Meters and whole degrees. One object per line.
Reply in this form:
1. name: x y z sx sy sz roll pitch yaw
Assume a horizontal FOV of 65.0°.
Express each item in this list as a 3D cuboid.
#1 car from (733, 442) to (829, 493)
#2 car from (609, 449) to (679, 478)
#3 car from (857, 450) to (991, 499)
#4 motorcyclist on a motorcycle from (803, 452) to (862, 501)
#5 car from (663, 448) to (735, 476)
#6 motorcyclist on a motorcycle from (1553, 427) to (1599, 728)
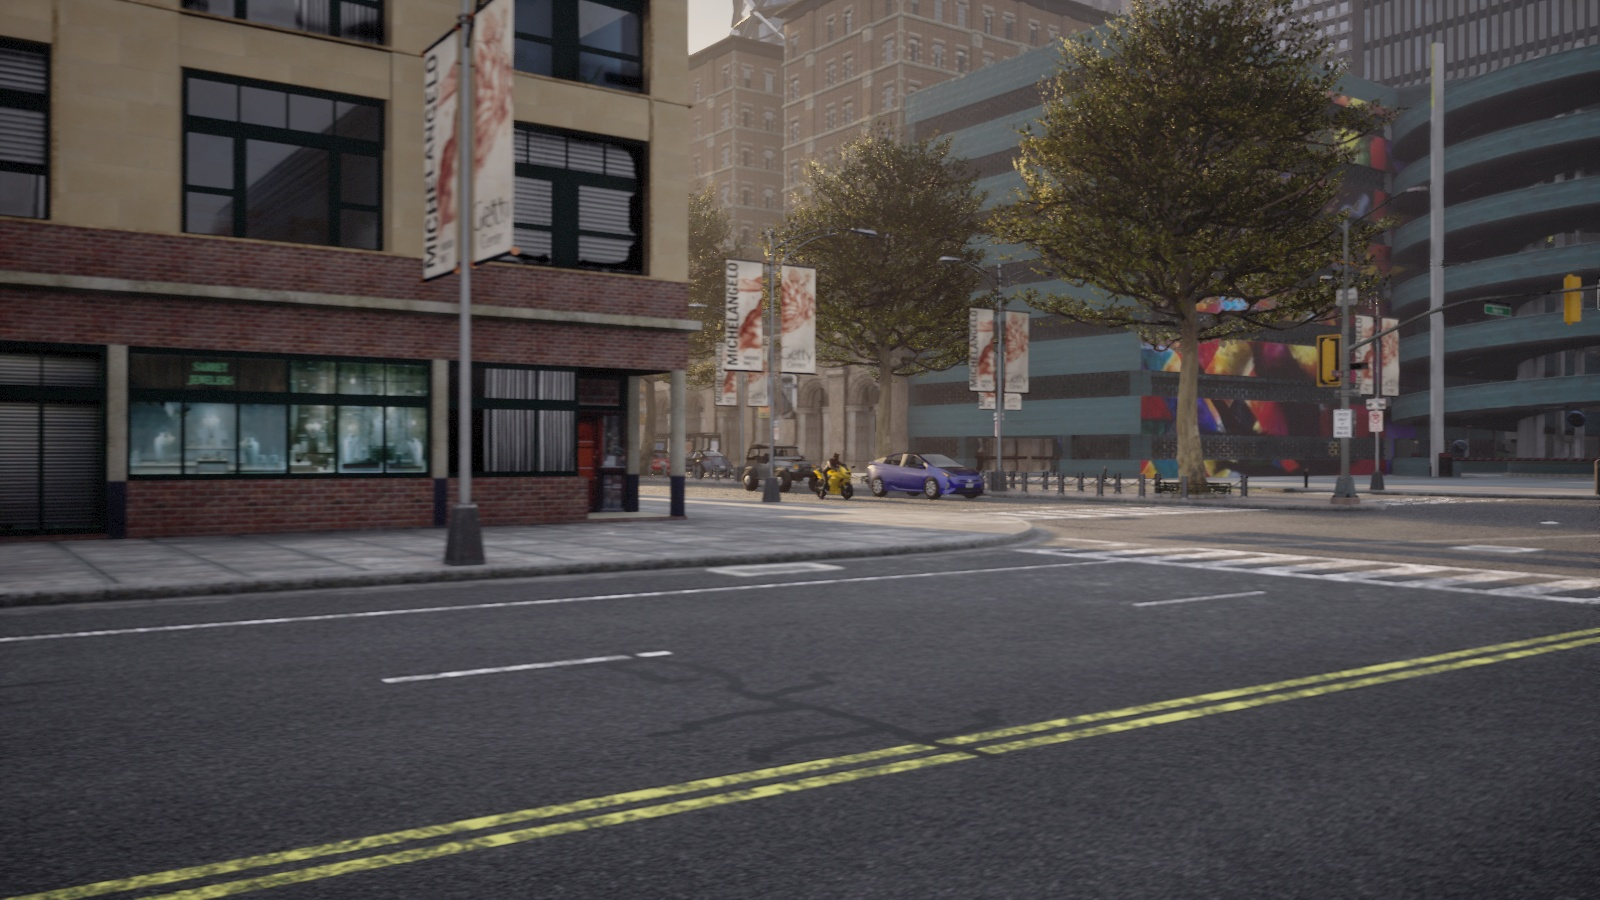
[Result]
1. car: -0.780 0.662 48.939 1.905 1.878 3.866 0 0 -34
2. car: -9.375 0.793 75.098 2.242 1.667 4.611 0 0 -35
3. car: 4.096 0.786 42.071 2.007 1.525 4.514 0 0 -35
4. motorcyclist on a motorcycle: 1.029 0.823 40.264 0.797 1.523 2.044 0 0 -35
5. car: -6.205 0.725 76.675 2.152 1.651 5.027 0 0 -35
6. motorcyclist on a motorcycle: 5.432 0.702 7.439 2.350 1.649 0.766 0 0 -35
